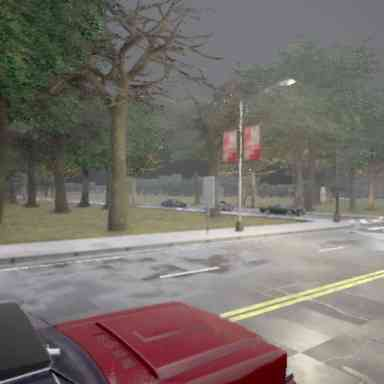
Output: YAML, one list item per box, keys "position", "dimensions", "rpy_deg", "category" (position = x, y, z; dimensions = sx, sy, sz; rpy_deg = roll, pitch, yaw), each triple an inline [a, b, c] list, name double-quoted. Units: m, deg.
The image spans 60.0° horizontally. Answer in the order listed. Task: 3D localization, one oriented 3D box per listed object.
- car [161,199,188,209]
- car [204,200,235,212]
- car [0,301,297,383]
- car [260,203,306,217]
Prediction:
- position: [-2.807, 1.815, 51.343]
  dimensions: [2.033, 1.411, 5.357]
  rpy_deg: [1, 0, -36]
  category: "car"
- position: [3.412, 1.772, 42.790]
  dimensions: [1.837, 1.490, 4.892]
  rpy_deg: [1, 0, -36]
  category: "car"
- position: [-1.361, 1.606, 2.456]
  dimensions: [4.718, 1.301, 1.895]
  rpy_deg: [1, 0, -36]
  category: "car"
- position: [9.410, 1.872, 34.556]
  dimensions: [1.895, 1.301, 4.718]
  rpy_deg: [1, 0, -36]
  category: "car"
